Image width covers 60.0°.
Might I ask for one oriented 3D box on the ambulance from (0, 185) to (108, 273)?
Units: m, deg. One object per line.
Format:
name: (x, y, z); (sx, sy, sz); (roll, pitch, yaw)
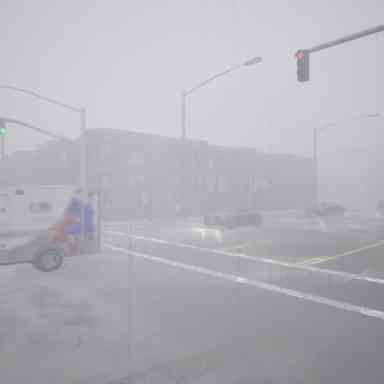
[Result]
ambulance: (-5.690, 1.031, 9.138); (6.366, 2.431, 2.351); (0, 0, -42)

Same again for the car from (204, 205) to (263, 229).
car: (2.733, 1.564, 21.584); (4.181, 1.385, 1.994); (0, 0, -42)

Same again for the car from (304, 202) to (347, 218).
car: (12.023, 1.602, 29.955); (4.718, 1.301, 1.895); (0, 0, -42)

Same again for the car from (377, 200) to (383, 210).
car: (24.689, 1.480, 41.258); (5.008, 1.535, 1.882); (0, 0, -42)
